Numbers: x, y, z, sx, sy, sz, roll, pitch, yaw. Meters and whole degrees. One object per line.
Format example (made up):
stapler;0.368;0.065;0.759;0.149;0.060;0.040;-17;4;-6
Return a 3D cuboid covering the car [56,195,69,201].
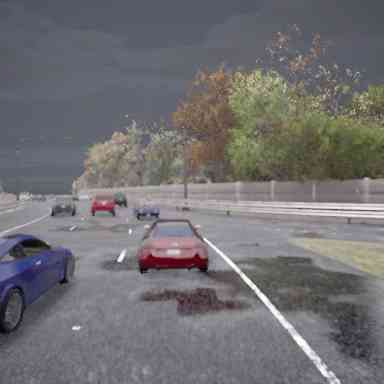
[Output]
car;-30.663;1.407;78.665;1.895;1.301;4.718;0;0;-31

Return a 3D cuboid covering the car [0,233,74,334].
car;-3.813;1.530;6.567;1.812;1.442;4.674;0;0;-3

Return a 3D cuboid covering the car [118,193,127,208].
car;-10.819;1.191;47.437;2.150;2.045;5.566;0;0;-25

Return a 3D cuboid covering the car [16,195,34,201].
car;-37.570;1.369;73.965;4.674;1.442;1.812;0;0;43

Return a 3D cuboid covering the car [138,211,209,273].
car;-0.623;1.550;10.760;1.994;1.385;4.181;0;0;-4

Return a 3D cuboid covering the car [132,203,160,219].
car;-4.056;1.573;28.745;1.895;1.301;4.718;0;0;-15

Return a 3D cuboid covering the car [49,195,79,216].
car;-12.468;1.350;32.622;2.097;1.767;4.553;0;0;-18

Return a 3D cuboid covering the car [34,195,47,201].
car;-35.061;1.356;76.404;4.674;1.442;1.812;0;0;43

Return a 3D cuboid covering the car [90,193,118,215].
car;-8.978;1.205;33.352;2.150;2.045;5.566;0;0;-18

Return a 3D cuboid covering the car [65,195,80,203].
car;-25.692;1.490;71.408;1.837;1.490;4.892;0;0;-35
